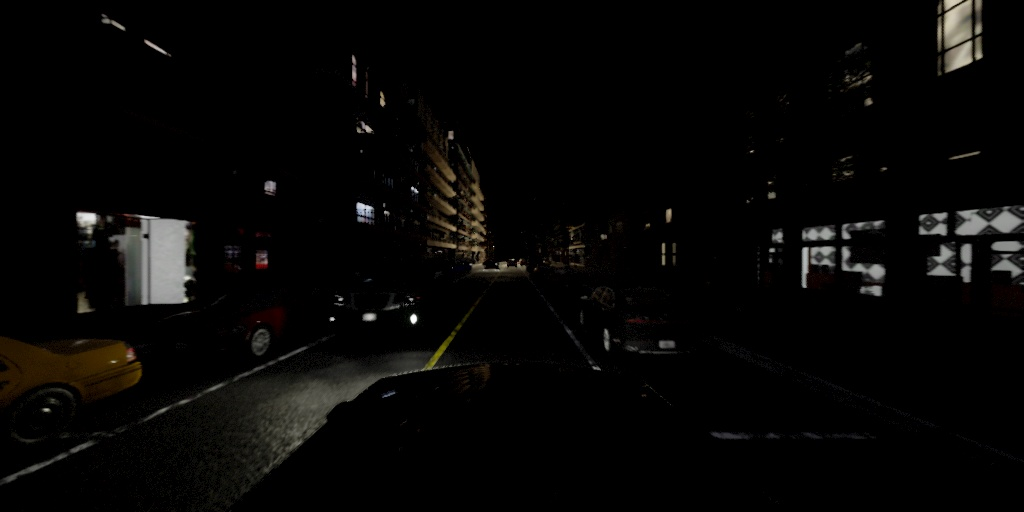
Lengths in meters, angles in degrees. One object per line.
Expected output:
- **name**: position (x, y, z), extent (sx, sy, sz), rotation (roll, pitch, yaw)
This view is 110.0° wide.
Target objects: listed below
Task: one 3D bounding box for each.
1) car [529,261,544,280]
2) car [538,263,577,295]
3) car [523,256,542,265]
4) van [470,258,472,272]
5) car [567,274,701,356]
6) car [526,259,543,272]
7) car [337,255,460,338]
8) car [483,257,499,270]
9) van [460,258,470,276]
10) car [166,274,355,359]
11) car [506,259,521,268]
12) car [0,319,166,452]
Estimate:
- **car**: position (2.703, 1.344, 31.188), extent (1.802, 1.307, 4.207), rotation (0, 0, 0)
- **car**: position (2.699, 1.299, 19.795), extent (1.888, 1.381, 4.507), rotation (0, 0, 0)
- **car**: position (3.020, 1.007, 47.925), extent (2.150, 2.045, 5.566), rotation (0, 0, 0)
- **van**: position (-5.673, 1.117, 42.589), extent (1.690, 1.789, 3.998), rotation (0, 0, 0)
- **car**: position (2.695, 1.300, 8.404), extent (2.007, 1.370, 4.403), rotation (0, 0, 0)
- **car**: position (2.706, 1.314, 36.886), extent (1.888, 1.381, 4.507), rotation (0, 0, 0)
- **car**: position (-3.096, 0.972, 10.552), extent (2.150, 2.045, 5.566), rotation (0, 0, 0)
- **car**: position (-3.037, 1.142, 53.535), extent (2.097, 1.767, 4.553), rotation (0, 0, 1)
- **van**: position (-5.675, 1.110, 36.892), extent (1.690, 1.789, 3.998), rotation (0, 0, 0)
- **car**: position (-5.686, 1.295, 8.409), extent (1.888, 1.381, 4.507), rotation (0, 0, 0)
- **car**: position (0.026, 1.350, 61.702), extent (2.033, 1.411, 5.357), rotation (0, 0, 0)
- **car**: position (-5.689, 1.276, 2.542), extent (1.751, 1.417, 4.829), rotation (0, 0, 0)
